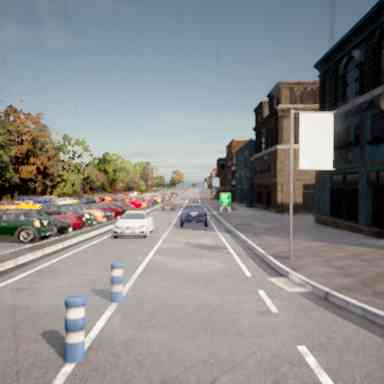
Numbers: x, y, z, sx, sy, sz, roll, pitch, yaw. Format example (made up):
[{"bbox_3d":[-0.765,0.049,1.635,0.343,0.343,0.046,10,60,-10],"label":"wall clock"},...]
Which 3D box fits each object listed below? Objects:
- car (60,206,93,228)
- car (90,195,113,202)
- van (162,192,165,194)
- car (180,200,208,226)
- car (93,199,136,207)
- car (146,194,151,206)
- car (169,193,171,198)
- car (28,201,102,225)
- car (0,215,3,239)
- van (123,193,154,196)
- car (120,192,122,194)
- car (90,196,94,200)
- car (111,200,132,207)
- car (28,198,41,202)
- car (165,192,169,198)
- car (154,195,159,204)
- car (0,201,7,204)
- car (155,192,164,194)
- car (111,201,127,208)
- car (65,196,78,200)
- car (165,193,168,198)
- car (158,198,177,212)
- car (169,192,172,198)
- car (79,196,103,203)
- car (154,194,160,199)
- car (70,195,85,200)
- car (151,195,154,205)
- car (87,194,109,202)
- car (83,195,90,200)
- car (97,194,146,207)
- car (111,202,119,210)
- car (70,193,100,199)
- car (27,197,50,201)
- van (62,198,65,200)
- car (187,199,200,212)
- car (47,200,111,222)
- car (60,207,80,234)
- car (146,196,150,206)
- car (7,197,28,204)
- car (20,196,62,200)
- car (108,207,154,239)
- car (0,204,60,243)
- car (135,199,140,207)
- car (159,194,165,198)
[{"bbox_3d":[-9.792,1.913,23.020,4.792,1.488,2.163,0,-1,1],"label":"car"},{"bbox_3d":[-22.183,1.568,81.617,5.008,1.535,2.097,0,1,1],"label":"car"},{"bbox_3d":[-9.045,1.400,75.856,4.442,1.987,1.878,0,1,1],"label":"van"},{"bbox_3d":[0.151,1.724,26.837,2.097,1.767,4.553,0,0,0],"label":"car"},{"bbox_3d":[-9.544,1.970,39.740,4.792,1.488,2.163,0,0,1],"label":"car"},{"bbox_3d":[-9.385,1.702,53.531,4.553,1.767,2.185,0,0,1],"label":"car"},{"bbox_3d":[-9.010,1.484,89.838,4.892,1.521,2.231,0,1,1],"label":"car"},{"bbox_3d":[-9.763,1.789,25.809,4.553,1.767,2.185,0,0,1],"label":"car"},{"bbox_3d":[-9.861,1.704,11.864,4.792,1.488,2.163,0,-1,1],"label":"car"},{"bbox_3d":[-9.468,1.553,59.223,4.442,1.987,1.878,0,1,1],"label":"van"},{"bbox_3d":[-22.114,1.357,89.971,4.553,1.767,2.185,0,1,1],"label":"car"},{"bbox_3d":[-22.396,1.758,64.908,4.792,1.488,2.163,0,1,1],"label":"car"},{"bbox_3d":[-9.600,1.951,36.953,5.008,1.535,2.097,0,0,1],"label":"car"},{"bbox_3d":[-22.617,1.921,42.509,5.008,1.535,2.097,0,0,1],"label":"car"},{"bbox_3d":[-9.004,1.387,87.052,4.553,1.767,2.185,0,1,1],"label":"car"},{"bbox_3d":[-9.325,1.754,62.006,5.008,1.535,2.097,0,1,1],"label":"car"},{"bbox_3d":[-22.746,1.702,34.143,5.566,2.045,2.435,0,0,1],"label":"car"},{"bbox_3d":[-9.162,1.526,73.137,4.553,1.767,2.185,0,1,1],"label":"car"},{"bbox_3d":[-9.630,1.954,34.164,5.008,1.535,2.097,0,0,1],"label":"car"},{"bbox_3d":[-22.465,1.842,56.556,4.674,1.452,2.002,0,0,1],"label":"car"},{"bbox_3d":[-9.070,1.581,84.271,4.674,1.452,2.002,0,1,1],"label":"car"},{"bbox_3d":[-3.188,1.894,45.864,1.812,1.442,4.674,0,0,1],"label":"car"},{"bbox_3d":[-9.157,1.451,92.623,5.366,1.575,1.946,0,1,1],"label":"car"},{"bbox_3d":[-22.276,1.690,73.264,4.674,1.452,2.002,0,1,1],"label":"car"},{"bbox_3d":[-9.283,1.729,64.789,5.008,1.535,2.097,0,1,1],"label":"car"},{"bbox_3d":[-22.436,1.778,59.340,5.008,1.535,2.097,0,1,1],"label":"car"},{"bbox_3d":[-9.390,1.804,56.440,4.892,1.521,2.231,0,1,1],"label":"car"},{"bbox_3d":[-22.178,1.471,78.830,4.553,1.767,2.185,0,1,1],"label":"car"},{"bbox_3d":[-22.406,1.754,62.125,4.892,1.521,2.231,0,1,1],"label":"car"},{"bbox_3d":[-9.538,1.646,45.306,5.566,2.045,2.435,0,0,1],"label":"car"},{"bbox_3d":[-9.671,1.989,31.375,4.674,1.452,2.002,0,0,1],"label":"car"},{"bbox_3d":[-22.308,1.452,67.693,5.566,2.045,2.435,0,1,1],"label":"car"},{"bbox_3d":[-22.775,1.894,45.419,5.366,1.575,1.946,0,0,1],"label":"car"},{"bbox_3d":[-22.410,1.624,50.983,4.442,1.987,1.878,0,0,1],"label":"van"},{"bbox_3d":[0.220,1.864,47.159,1.837,1.490,4.892,0,0,0],"label":"car"},{"bbox_3d":[-9.731,1.810,28.589,4.553,1.767,2.185,0,0,1],"label":"car"},{"bbox_3d":[-9.766,1.873,20.232,4.792,1.488,2.163,0,-1,1],"label":"car"},{"bbox_3d":[-9.632,1.847,50.876,5.366,1.575,1.946,0,0,1],"label":"car"},{"bbox_3d":[-22.685,1.815,39.723,4.553,1.767,2.185,0,0,1],"label":"car"},{"bbox_3d":[-22.529,1.622,48.199,5.566,2.045,2.435,0,0,1],"label":"car"},{"bbox_3d":[-3.313,1.822,19.546,1.812,1.442,4.674,0,-1,0],"label":"car"},{"bbox_3d":[-9.795,1.670,17.448,4.553,1.767,2.185,0,-1,1],"label":"car"},{"bbox_3d":[-9.539,1.961,42.526,4.674,1.452,2.002,0,0,1],"label":"car"},{"bbox_3d":[-9.040,1.675,70.354,5.366,1.575,1.946,0,1,1],"label":"car"}]
